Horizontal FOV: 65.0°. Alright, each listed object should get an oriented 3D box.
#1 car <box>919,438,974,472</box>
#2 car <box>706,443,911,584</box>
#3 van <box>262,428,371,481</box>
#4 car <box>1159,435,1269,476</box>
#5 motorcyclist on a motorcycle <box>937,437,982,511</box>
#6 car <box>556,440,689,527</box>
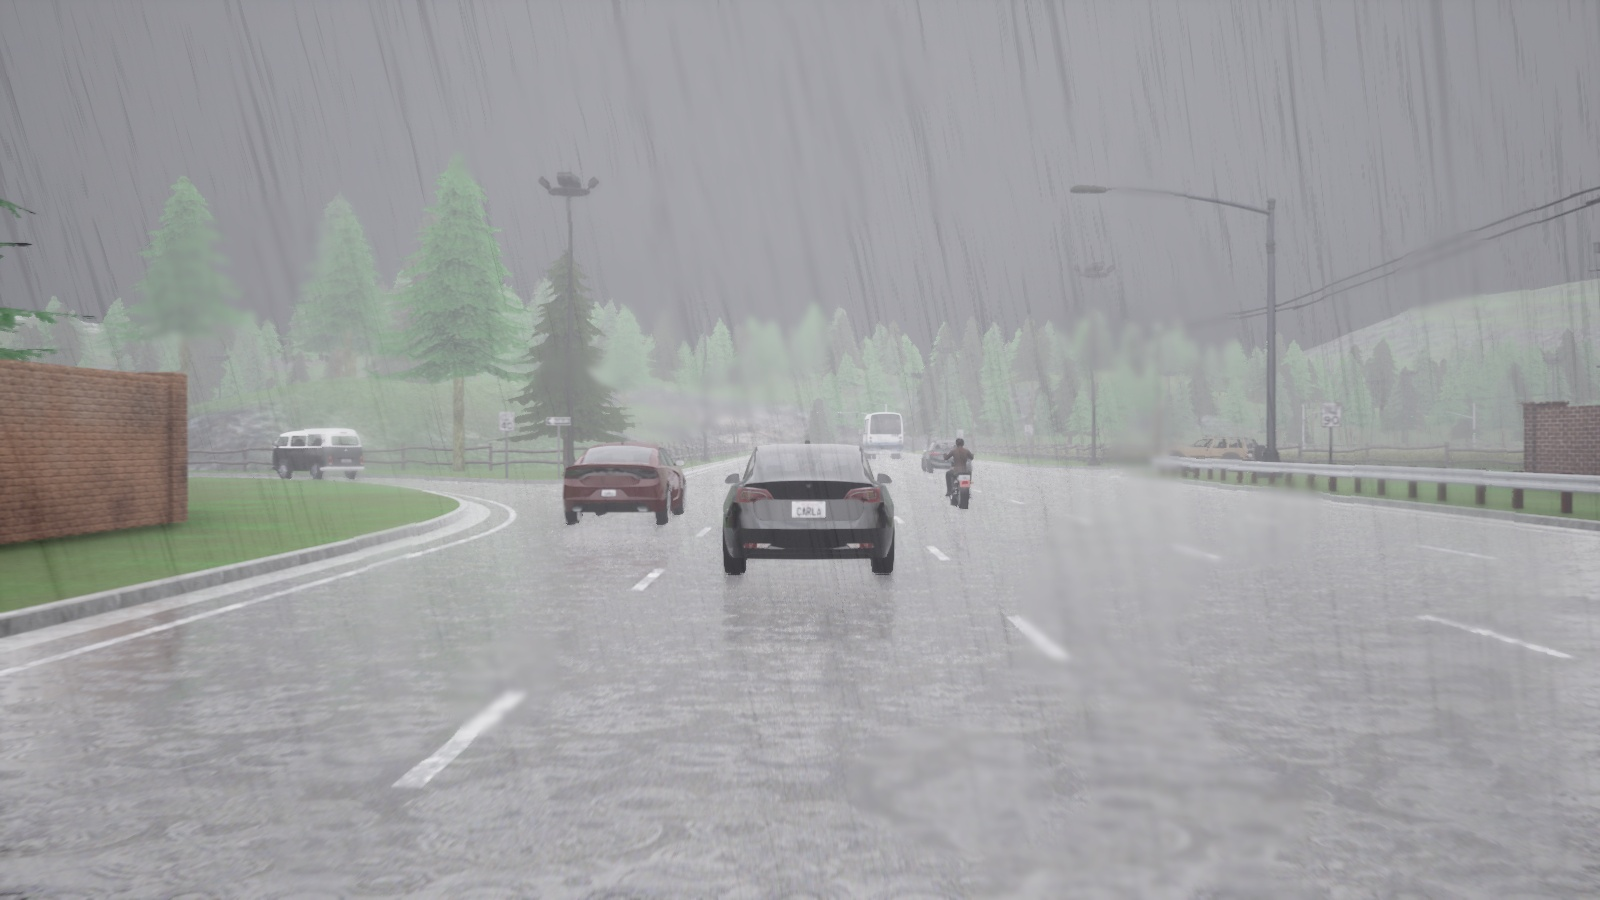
[{"bbox_3d":[7.375,0.237,63.707,2.242,1.667,4.611,0,0,0],"label":"car"},{"bbox_3d":[0.104,0.658,15.670,2.163,1.488,4.792,0,0,0],"label":"car"},{"bbox_3d":[-19.448,0.168,50.427,4.480,2.038,2.069,0,0,38],"label":"van"},{"bbox_3d":[19.900,0.240,60.500,4.605,1.855,1.932,1,1,44],"label":"car"},{"bbox_3d":[3.680,0.536,29.124,0.766,1.649,2.350,0,0,0],"label":"motorcyclist on a motorcycle"},{"bbox_3d":[-3.346,0.582,24.643,1.882,1.535,5.008,0,0,0],"label":"car"}]
